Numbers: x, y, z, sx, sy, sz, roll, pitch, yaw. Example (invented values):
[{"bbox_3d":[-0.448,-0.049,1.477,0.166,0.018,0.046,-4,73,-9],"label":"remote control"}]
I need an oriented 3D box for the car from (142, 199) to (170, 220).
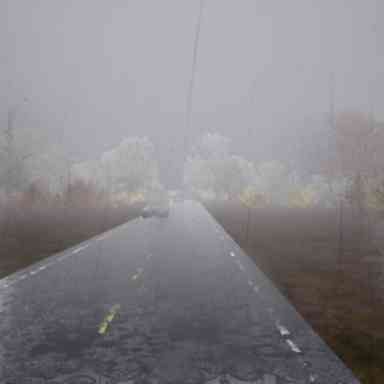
[{"bbox_3d":[-3.098,1.466,29.552,2.097,1.767,4.553,0,0,0],"label":"car"}]

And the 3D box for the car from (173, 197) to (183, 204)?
[{"bbox_3d":[-3.007,1.792,70.929,1.994,1.385,4.181,0,0,0],"label":"car"}]
